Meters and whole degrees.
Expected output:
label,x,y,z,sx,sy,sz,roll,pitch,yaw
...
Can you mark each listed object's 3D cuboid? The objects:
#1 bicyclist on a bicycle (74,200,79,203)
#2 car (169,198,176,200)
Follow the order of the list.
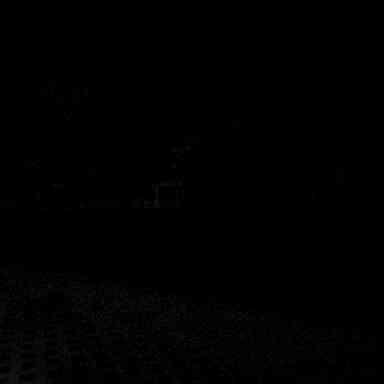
label,x,y,z,sx,sy,sz,roll,pitch,yaw
bicyclist on a bicycle,-8.225,1.374,23.858,1.656,1.620,0.582,-3,-2,23
car,-1.525,1.855,47.495,2.150,2.045,5.566,-3,-2,23
